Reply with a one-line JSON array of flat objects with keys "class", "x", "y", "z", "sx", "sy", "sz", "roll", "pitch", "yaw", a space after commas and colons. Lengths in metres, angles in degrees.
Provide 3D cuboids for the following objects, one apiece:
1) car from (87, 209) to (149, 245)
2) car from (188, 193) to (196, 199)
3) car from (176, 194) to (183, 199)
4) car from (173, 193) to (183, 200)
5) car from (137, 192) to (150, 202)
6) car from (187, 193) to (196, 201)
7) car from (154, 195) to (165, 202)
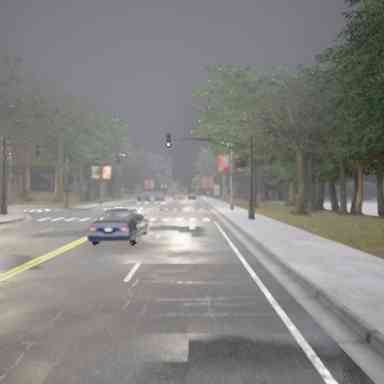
[{"class": "car", "x": -3.150, "y": 1.454, "z": 15.041, "sx": 2.033, "sy": 1.411, "sz": 5.357, "roll": 0, "pitch": 0, "yaw": 0}, {"class": "car", "x": -0.001, "y": 1.052, "z": 87.217, "sx": 2.033, "sy": 1.411, "sz": 5.357, "roll": 0, "pitch": 0, "yaw": 0}, {"class": "car", "x": -3.251, "y": 1.107, "z": 87.247, "sx": 1.895, "sy": 1.301, "sz": 4.718, "roll": 0, "pitch": 0, "yaw": 0}, {"class": "car", "x": -3.252, "y": 1.036, "z": 77.179, "sx": 2.097, "sy": 1.767, "sz": 4.553, "roll": 0, "pitch": 0, "yaw": 0}, {"class": "car", "x": -9.752, "y": 0.929, "z": 67.174, "sx": 2.150, "sy": 2.045, "sz": 5.566, "roll": 0, "pitch": 0, "yaw": 0}, {"class": "car", "x": -0.001, "y": 1.158, "z": 76.794, "sx": 1.882, "sy": 1.535, "sz": 5.008, "roll": 0, "pitch": 0, "yaw": 0}, {"class": "car", "x": -6.502, "y": 1.248, "z": 67.204, "sx": 2.033, "sy": 1.411, "sz": 5.357, "roll": 0, "pitch": 0, "yaw": 0}]
